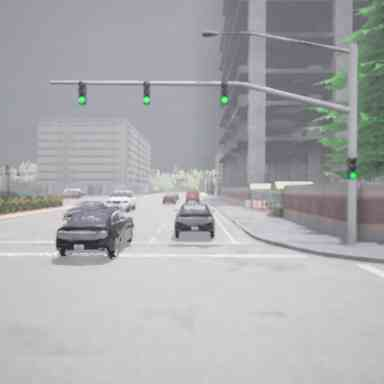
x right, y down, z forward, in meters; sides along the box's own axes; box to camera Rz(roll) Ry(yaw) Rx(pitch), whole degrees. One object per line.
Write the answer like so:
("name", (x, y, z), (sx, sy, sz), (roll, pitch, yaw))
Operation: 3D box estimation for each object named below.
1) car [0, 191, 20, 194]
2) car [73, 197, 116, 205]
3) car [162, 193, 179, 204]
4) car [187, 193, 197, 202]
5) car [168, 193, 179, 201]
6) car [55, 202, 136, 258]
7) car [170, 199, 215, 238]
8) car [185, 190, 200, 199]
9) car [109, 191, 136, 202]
("car", (-32.206, 0.645, 55.881), (4.605, 1.855, 1.932), (0, 0, 0))
("car", (-7.065, 1.310, 22.874), (2.033, 1.411, 5.357), (0, 0, 0))
("car", (-3.333, 1.025, 49.861), (1.882, 1.535, 5.008), (0, 1, 0))
("car", (0.085, 0.976, 62.421), (1.812, 1.442, 4.674), (0, 0, 0))
("car", (-3.415, 0.919, 62.629), (1.882, 1.535, 5.008), (0, 0, 0))
("car", (-3.377, 1.372, 12.363), (2.128, 1.511, 4.902), (0, 1, 0))
("car", (0.123, 1.320, 16.672), (2.128, 1.511, 4.902), (0, 0, 0))
("car", (0.071, 0.760, 51.833), (2.150, 2.045, 5.566), (0, 0, 0))
("car", (-7.031, 0.895, 33.621), (2.150, 2.045, 5.566), (0, 0, 0))
